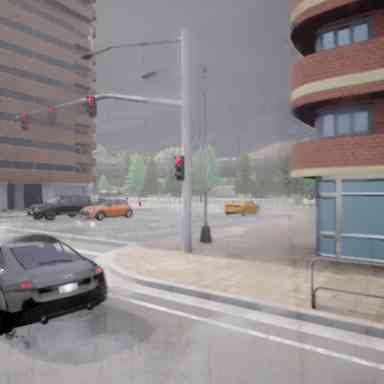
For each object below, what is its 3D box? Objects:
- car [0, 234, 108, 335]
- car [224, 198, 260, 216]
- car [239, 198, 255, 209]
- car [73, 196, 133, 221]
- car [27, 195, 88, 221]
[{"bbox_3d":[-3.605,1.582,6.871,4.181,1.385,1.994,0,0,40],"label":"car"},{"bbox_3d":[5.011,1.515,32.713,1.882,1.535,5.008,0,0,36],"label":"car"},{"bbox_3d":[7.899,1.558,48.084,1.812,1.442,4.674,0,0,5],"label":"car"},{"bbox_3d":[-7.200,1.407,28.057,2.097,1.767,4.553,0,0,36],"label":"car"},{"bbox_3d":[-11.125,1.285,28.619,2.150,2.045,5.566,0,0,35],"label":"car"}]
